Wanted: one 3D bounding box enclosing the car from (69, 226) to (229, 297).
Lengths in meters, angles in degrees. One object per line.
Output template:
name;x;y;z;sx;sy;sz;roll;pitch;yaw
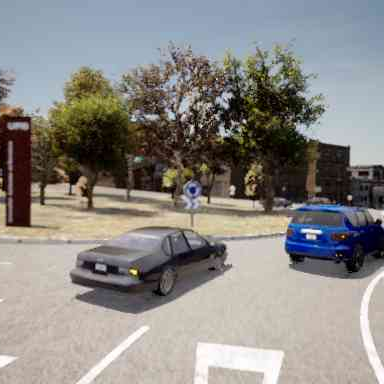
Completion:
car;-0.723;1.640;9.032;2.033;1.411;5.357;2;0;27

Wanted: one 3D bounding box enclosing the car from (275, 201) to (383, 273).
car;5.455;1.520;12.246;2.150;2.045;5.566;1;0;42

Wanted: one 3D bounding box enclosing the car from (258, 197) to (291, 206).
car;11.879;1.447;47.714;2.033;1.411;5.357;0;1;-28

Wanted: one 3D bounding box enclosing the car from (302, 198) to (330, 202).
car;16.712;1.482;44.572;2.128;1.511;4.902;0;1;-20

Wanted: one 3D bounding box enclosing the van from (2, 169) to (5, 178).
van;-44.351;-4.091;83.694;1.878;1.987;4.442;6;4;24
